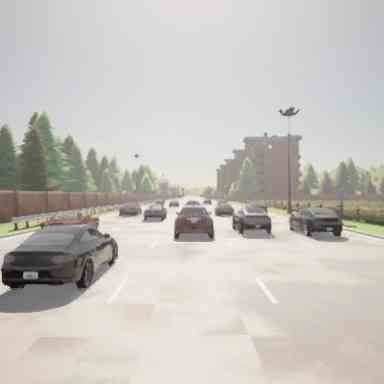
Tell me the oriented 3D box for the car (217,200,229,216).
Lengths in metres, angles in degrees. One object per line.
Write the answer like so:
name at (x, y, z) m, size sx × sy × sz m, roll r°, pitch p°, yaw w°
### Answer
car at (3.608, 1.940, 37.468) m, size 1.994 × 1.385 × 4.181 m, roll 0°, pitch -1°, yaw 0°

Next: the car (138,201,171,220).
car at (-3.393, 1.864, 31.409) m, size 2.033 × 1.411 × 5.357 m, roll 0°, pitch -1°, yaw 0°

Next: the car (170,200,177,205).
car at (-3.486, 2.212, 64.514) m, size 1.994 × 1.385 × 4.181 m, roll 0°, pitch -1°, yaw 0°

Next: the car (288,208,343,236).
car at (7.105, 1.701, 19.573) m, size 1.837 × 1.490 × 4.892 m, roll 0°, pitch -1°, yaw 0°

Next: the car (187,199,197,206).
car at (0.004, 2.286, 75.764) m, size 2.128 × 1.511 × 4.902 m, roll 0°, pitch -1°, yaw 0°

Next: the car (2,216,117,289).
car at (-3.409, 1.621, 9.325) m, size 1.812 × 1.442 × 4.674 m, roll 0°, pitch -1°, yaw 0°

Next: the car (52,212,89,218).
car at (-6.895, 1.797, 19.384) m, size 1.895 × 1.301 × 4.718 m, roll 0°, pitch -1°, yaw 0°

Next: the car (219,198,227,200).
car at (7.004, 2.115, 75.768) m, size 2.097 × 1.767 × 4.553 m, roll 0°, pitch -1°, yaw 0°

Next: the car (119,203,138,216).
car at (-6.891, 1.942, 37.586) m, size 1.994 × 1.385 × 4.181 m, roll 0°, pitch -1°, yaw 0°

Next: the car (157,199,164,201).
car at (-6.986, 2.276, 73.299) m, size 2.033 × 1.411 × 5.357 m, roll 0°, pitch -1°, yaw 0°

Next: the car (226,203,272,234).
car at (3.605, 1.699, 20.593) m, size 2.128 × 1.511 × 4.902 m, roll 0°, pitch -1°, yaw 0°

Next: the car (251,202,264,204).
car at (7.108, 1.875, 36.907) m, size 1.837 × 1.490 × 4.892 m, roll 0°, pitch -1°, yaw 0°

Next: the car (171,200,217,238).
car at (0.106, 1.547, 19.276) m, size 2.097 × 1.767 × 4.553 m, roll 0°, pitch 0°, yaw 0°
